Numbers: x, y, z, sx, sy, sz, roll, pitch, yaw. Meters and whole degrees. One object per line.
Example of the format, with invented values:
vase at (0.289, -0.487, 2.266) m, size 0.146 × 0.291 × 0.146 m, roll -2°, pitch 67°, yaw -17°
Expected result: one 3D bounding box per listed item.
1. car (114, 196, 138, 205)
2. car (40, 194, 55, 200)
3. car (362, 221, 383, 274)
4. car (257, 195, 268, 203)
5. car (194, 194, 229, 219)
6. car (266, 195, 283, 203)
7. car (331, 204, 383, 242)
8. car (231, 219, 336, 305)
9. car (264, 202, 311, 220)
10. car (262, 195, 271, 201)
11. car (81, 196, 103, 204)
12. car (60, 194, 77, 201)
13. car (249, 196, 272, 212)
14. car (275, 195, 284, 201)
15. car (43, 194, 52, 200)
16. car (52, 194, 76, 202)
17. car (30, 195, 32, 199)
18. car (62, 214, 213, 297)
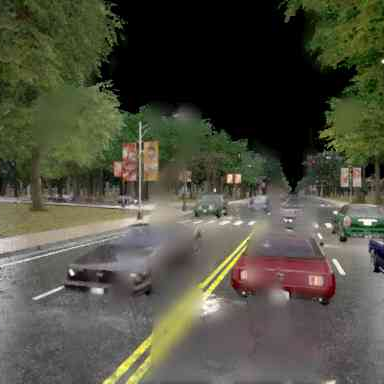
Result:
car at (-10.847, 1.361, 54.682) m, size 4.902 × 1.511 × 2.128 m, roll 0°, pitch 0°, yaw 41°
car at (-37.146, 1.253, 85.526) m, size 4.181 × 1.385 × 1.994 m, roll 0°, pitch 0°, yaw 40°
car at (5.477, 1.601, 7.599) m, size 1.895 × 1.301 × 4.718 m, roll 0°, pitch 0°, yaw 17°
car at (15.442, 1.486, 73.059) m, size 1.882 × 1.535 × 5.008 m, roll 0°, pitch 0°, yaw 17°
car at (1.869, 1.221, 29.877) m, size 2.150 × 2.045 × 5.566 m, roll 0°, pitch 0°, yaw 17°
car at (15.546, 1.554, 62.574) m, size 2.033 × 1.411 × 5.357 m, roll 0°, pitch 0°, yaw 18°
car at (8.098, 1.352, 16.198) m, size 2.097 × 1.767 × 4.553 m, roll 0°, pitch 0°, yaw 17°
car at (2.270, 1.601, 8.215) m, size 1.895 × 1.301 × 4.718 m, roll 0°, pitch 0°, yaw 17°
car at (4.964, 1.505, 17.073) m, size 1.837 × 1.490 × 4.892 m, roll 0°, pitch 0°, yaw 17°
car at (18.487, 1.535, 82.863) m, size 1.812 × 1.442 × 4.674 m, roll 0°, pitch 0°, yaw 17°
car at (-18.268, 1.423, 60.973) m, size 4.718 × 1.301 × 1.895 m, roll 0°, pitch 0°, yaw 41°
car at (-29.273, 1.260, 78.865) m, size 4.674 × 1.442 × 1.812 m, roll 0°, pitch 0°, yaw 40°
car at (7.753, 1.523, 37.845) m, size 1.812 × 1.442 × 4.674 m, roll 0°, pitch 0°, yaw 18°
car at (21.707, 1.489, 82.276) m, size 1.882 × 1.535 × 5.008 m, roll 0°, pitch 0°, yaw 17°
car at (-31.653, 1.259, 76.620) m, size 4.674 × 1.442 × 1.812 m, roll 0°, pitch 0°, yaw 40°
car at (-26.003, 1.300, 67.583) m, size 4.674 × 1.442 × 1.812 m, roll 0°, pitch 0°, yaw 40°
car at (-39.247, 1.253, 83.046) m, size 4.181 × 1.385 × 1.994 m, roll 0°, pitch 0°, yaw 40°
car at (-1.084, 1.547, 9.049) m, size 2.033 × 1.411 × 5.357 m, roll 0°, pitch 0°, yaw 17°
